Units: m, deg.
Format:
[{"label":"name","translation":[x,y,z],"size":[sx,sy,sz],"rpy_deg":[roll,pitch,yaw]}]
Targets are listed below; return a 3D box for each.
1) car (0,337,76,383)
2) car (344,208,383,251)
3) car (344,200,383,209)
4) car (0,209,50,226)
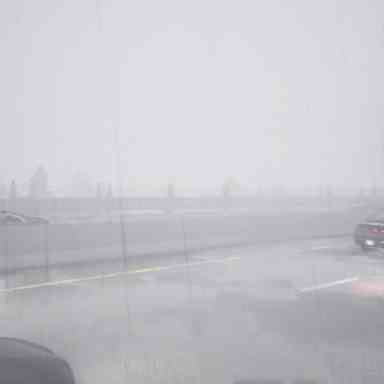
[{"label":"car","translation":[-2.915,1.498,1.478],"size":[4.674,1.442,1.812],"rpy_deg":[0,0,-36]},{"label":"car","translation":[8.146,1.453,12.300],"size":[4.892,1.490,1.837],"rpy_deg":[0,0,-27]},{"label":"car","translation":[16.314,1.418,30.971],"size":[4.181,1.385,1.994],"rpy_deg":[0,0,-18]},{"label":"car","translation":[-7.395,1.372,11.387],"size":[4.902,1.511,2.128],"rpy_deg":[0,0,-34]}]
